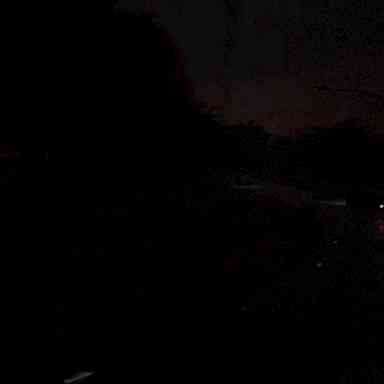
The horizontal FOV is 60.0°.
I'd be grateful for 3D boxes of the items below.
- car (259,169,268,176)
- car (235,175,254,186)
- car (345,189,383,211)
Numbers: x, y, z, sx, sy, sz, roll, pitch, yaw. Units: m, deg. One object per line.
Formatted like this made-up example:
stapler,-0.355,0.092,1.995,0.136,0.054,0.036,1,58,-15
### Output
car,16.220,-4.563,75.544,1.970,1.475,3.806,-1,3,16
car,7.559,-1.778,48.435,1.812,1.442,4.674,-2,7,-5
car,13.408,0.519,25.583,1.837,1.490,4.892,-1,5,4
